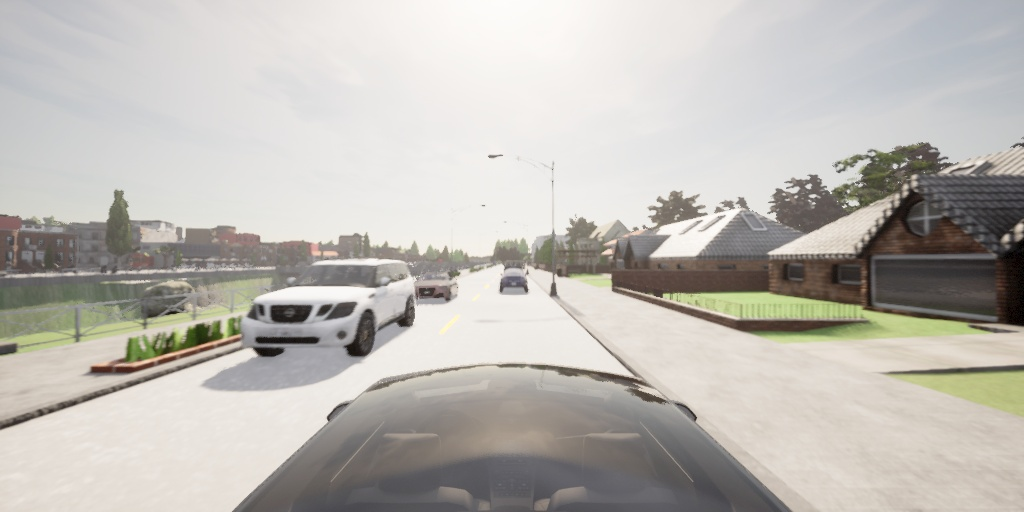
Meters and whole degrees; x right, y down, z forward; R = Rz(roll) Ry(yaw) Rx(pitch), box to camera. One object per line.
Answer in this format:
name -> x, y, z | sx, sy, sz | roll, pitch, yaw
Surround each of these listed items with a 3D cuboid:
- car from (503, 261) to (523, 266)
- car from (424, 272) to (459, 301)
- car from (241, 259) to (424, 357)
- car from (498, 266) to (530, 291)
car -> 0.116, 1.549, 42.311 | 2.150, 2.045, 5.566 | 0, 0, 0
car -> -3.994, 1.557, 18.828 | 1.994, 1.385, 4.181 | 0, -1, 0
car -> -4.094, 1.079, 9.239 | 2.150, 2.045, 5.566 | 0, -1, 0
car -> 0.110, 1.599, 24.616 | 1.812, 1.442, 4.674 | 0, -1, 0
